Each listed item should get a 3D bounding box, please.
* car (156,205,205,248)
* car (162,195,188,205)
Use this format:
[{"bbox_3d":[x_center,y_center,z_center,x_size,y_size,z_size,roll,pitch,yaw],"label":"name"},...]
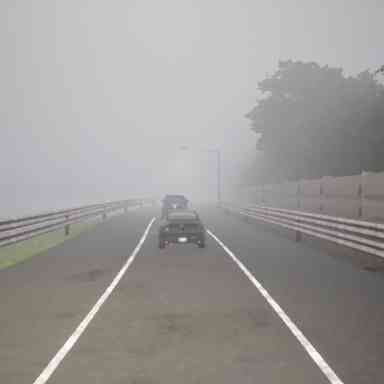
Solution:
[{"bbox_3d":[-0.498,1.523,14.773,1.837,1.490,4.892,0,0,-4],"label":"car"},{"bbox_3d":[-1.514,1.267,29.739,2.150,2.045,5.566,0,0,-2],"label":"car"}]
